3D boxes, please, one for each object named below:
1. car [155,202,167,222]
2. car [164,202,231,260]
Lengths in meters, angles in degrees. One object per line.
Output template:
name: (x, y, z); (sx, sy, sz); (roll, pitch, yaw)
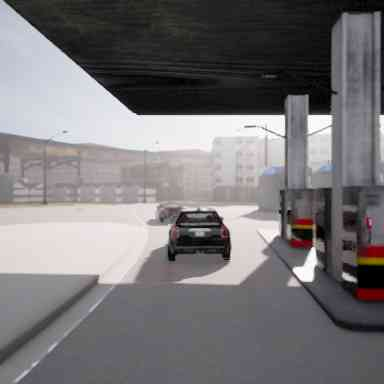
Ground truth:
car: (-1.790, 1.522, 26.304); (1.812, 1.442, 4.674); (0, 0, -12)
car: (0.173, 1.350, 12.674); (2.097, 1.767, 4.553); (0, 0, -2)
